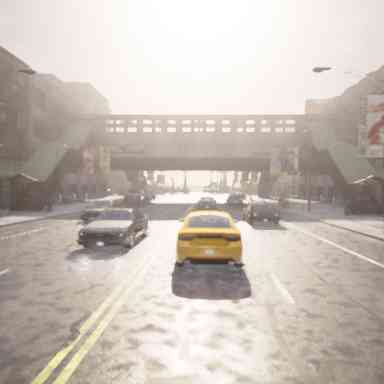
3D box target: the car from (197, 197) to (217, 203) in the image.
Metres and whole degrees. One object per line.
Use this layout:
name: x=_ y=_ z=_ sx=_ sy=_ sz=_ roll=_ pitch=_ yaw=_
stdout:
car: x=1.466 y=1.171 z=32.413 sx=1.812 sy=1.442 sz=4.674 roll=0 pitch=1 yaw=3

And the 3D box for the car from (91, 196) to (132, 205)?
car: x=-6.049 y=1.236 z=23.343 sx=2.033 sy=1.411 sz=5.357 roll=0 pitch=1 yaw=3

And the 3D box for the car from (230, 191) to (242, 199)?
car: x=9.969 y=0.577 z=75.836 sx=2.185 sy=1.767 sz=4.553 roll=0 pitch=1 yaw=2

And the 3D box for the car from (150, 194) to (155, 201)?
car: x=-7.759 y=0.918 z=54.602 sx=1.895 sy=1.301 sz=4.718 roll=0 pitch=1 yaw=2

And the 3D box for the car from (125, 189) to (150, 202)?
car: x=-8.040 y=0.633 z=47.207 sx=2.435 sy=2.045 sz=5.566 roll=0 pitch=1 yaw=2

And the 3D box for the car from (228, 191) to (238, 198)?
car: x=10.115 y=0.631 z=82.262 sx=2.097 sy=1.535 sz=5.008 roll=0 pitch=1 yaw=2

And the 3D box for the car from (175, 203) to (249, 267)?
car: x=0.543 y=1.357 z=10.985 sx=1.882 sy=1.535 sz=5.008 roll=0 pitch=1 yaw=2

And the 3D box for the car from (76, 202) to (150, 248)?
car: x=-3.027 y=1.364 z=14.035 sx=2.033 sy=1.411 sz=5.357 roll=0 pitch=1 yaw=3

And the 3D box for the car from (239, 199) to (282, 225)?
car: x=4.516 y=1.385 z=22.164 sx=1.895 sy=1.301 sz=4.718 roll=0 pitch=1 yaw=3

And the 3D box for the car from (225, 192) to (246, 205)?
car: x=5.432 y=1.122 z=42.922 sx=1.994 sy=1.385 sz=4.181 roll=0 pitch=1 yaw=3
